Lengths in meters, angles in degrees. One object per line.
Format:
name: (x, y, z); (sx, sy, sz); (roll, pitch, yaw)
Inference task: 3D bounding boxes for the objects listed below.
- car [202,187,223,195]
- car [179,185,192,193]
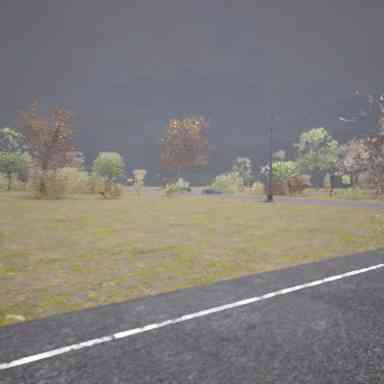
car: (3.831, -0.259, 62.877); (2.128, 1.511, 4.902); (0, 2, -36)
car: (-1.995, -0.675, 71.006); (1.837, 1.490, 4.892); (0, 2, -36)
